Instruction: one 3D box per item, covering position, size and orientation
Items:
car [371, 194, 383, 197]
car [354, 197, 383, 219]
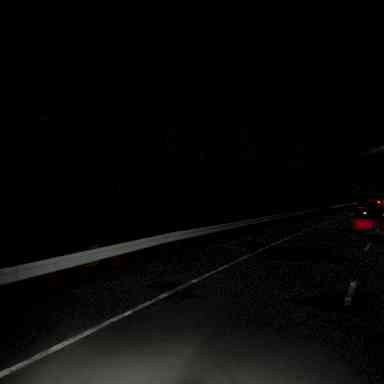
[{"bbox_3d":[21.774,1.221,38.269,2.150,2.045,5.566,0,0,35],"label":"car"},{"bbox_3d":[15.775,1.505,29.685,1.837,1.490,4.892,0,0,35],"label":"car"}]
